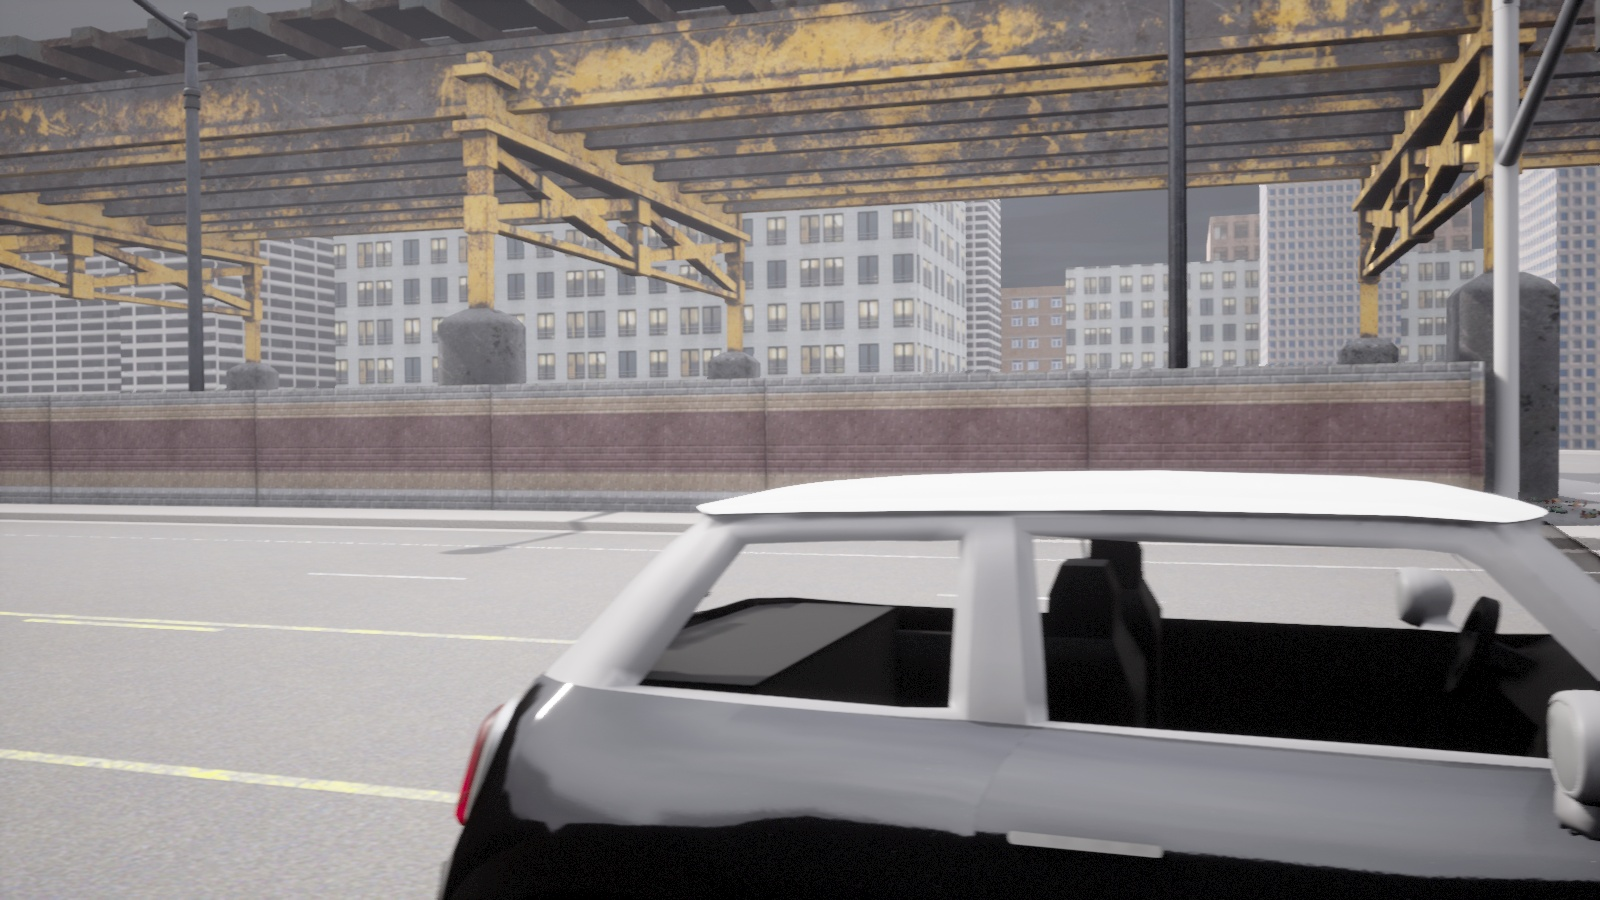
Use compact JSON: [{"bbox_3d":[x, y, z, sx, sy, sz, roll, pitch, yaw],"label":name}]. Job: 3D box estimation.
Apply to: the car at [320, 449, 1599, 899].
[{"bbox_3d":[1.181,0.754,2.796,3.806,1.475,1.970,0,1,18],"label":"car"}]
